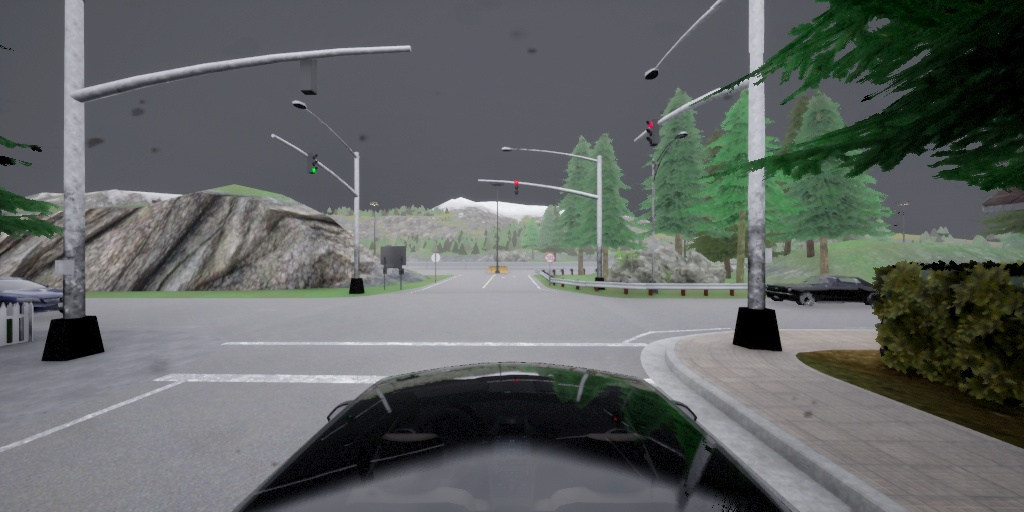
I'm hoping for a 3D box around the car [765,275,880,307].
[{"bbox_3d":[14.183,1.543,16.247,4.718,1.301,1.895,0,0,0],"label":"car"}]

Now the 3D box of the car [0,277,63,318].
[{"bbox_3d":[-18.275,1.467,12.735,4.674,1.442,1.812,0,0,0],"label":"car"}]
